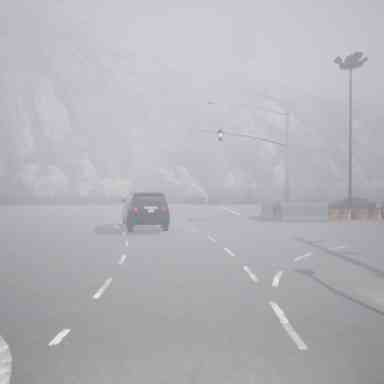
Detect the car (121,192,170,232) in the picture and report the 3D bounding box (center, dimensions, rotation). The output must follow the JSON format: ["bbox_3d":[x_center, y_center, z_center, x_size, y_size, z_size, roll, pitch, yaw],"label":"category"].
[{"bbox_3d":[-2.722,0.999,18.894,2.150,2.045,5.566,0,1,-15],"label":"car"}]

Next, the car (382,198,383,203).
[{"bbox_3d":[25.875,1.012,41.596,4.902,1.511,2.128,0,1,-3],"label":"car"}]

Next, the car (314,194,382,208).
[{"bbox_3d":[14.209,1.150,30.497,4.892,1.490,1.837,0,1,-3],"label":"car"}]

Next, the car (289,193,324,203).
[{"bbox_3d":[14.294,0.874,41.004,4.553,1.767,2.097,0,1,-3],"label":"car"}]
